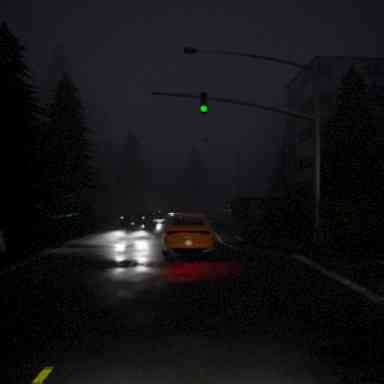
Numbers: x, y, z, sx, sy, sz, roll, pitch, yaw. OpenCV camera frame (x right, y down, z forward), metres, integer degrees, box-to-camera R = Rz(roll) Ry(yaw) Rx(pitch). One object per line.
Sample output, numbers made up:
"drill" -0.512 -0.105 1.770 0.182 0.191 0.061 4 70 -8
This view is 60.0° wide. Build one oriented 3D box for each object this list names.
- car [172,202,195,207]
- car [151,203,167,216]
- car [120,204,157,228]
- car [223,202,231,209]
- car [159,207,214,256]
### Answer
"car" -1.176 1.996 43.377 1.994 1.385 4.181 0 -1 23
"car" -3.593 1.843 33.680 1.812 1.442 4.674 0 -1 6
"car" -3.955 1.822 24.379 1.895 1.301 4.718 0 -1 0
"car" 7.330 2.132 55.623 4.892 1.490 1.837 1 -1 -41
"car" -0.158 1.618 13.899 1.882 1.535 5.008 0 -1 -1
